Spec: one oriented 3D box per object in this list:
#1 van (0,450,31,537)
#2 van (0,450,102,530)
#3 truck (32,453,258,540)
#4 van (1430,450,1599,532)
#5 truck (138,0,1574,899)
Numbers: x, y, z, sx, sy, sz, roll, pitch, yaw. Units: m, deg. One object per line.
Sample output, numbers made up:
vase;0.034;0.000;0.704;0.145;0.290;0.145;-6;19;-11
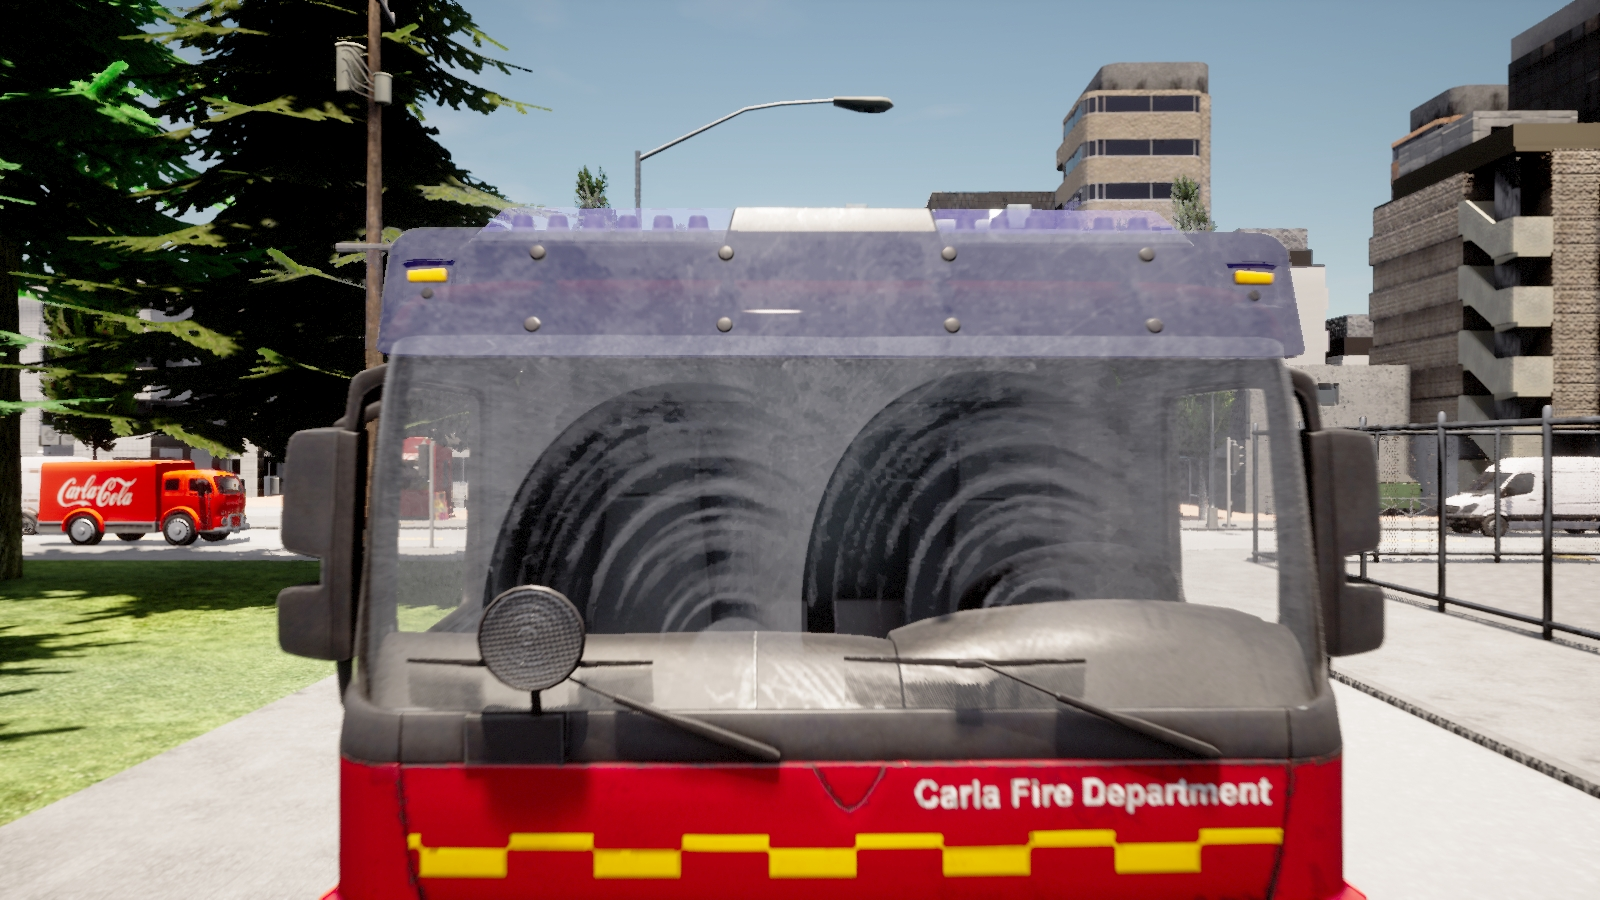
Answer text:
van;-26.480;1.289;33.977;5.915;2.561;1.988;0;0;1
van;-26.778;1.286;37.997;5.915;2.561;1.988;0;0;1
truck;-19.252;1.322;33.803;5.204;2.467;2.627;0;0;1
van;23.872;1.286;36.913;5.915;2.561;1.988;0;0;1
truck;0.044;0.664;6.531;2.891;3.827;8.468;0;0;-1
